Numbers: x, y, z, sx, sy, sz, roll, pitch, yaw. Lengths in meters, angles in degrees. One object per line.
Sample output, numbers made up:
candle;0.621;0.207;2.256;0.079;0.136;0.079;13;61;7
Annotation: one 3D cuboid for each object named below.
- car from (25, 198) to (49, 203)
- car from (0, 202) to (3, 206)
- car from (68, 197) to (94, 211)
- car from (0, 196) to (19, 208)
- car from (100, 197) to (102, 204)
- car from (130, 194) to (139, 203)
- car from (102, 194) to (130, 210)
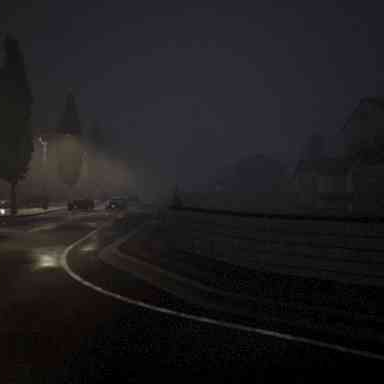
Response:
car;-20.570;0.981;44.465;1.895;1.301;4.718;0;1;-4
car;-9.988;1.414;13.751;1.882;1.535;5.008;-1;1;-8
car;-11.768;1.231;35.526;2.128;1.511;4.902;0;1;-4
car;-23.968;1.284;42.799;1.812;1.442;4.674;0;0;-4
car;-13.011;1.069;51.943;1.882;1.535;5.008;0;1;-4
car;-9.672;1.073;53.948;1.812;1.442;4.674;0;1;-4
car;-8.364;1.227;36.919;1.812;1.442;4.674;0;1;-4
